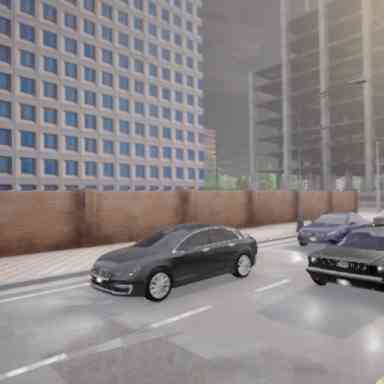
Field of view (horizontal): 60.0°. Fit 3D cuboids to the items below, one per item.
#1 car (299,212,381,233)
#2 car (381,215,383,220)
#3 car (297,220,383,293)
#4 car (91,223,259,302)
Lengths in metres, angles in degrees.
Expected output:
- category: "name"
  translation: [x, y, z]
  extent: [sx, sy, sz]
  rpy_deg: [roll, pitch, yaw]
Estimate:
- category: "car"
  translation: [6.592, 1.635, 15.028]
  extent: [4.674, 1.442, 1.812]
  rpy_deg: [0, -1, -43]
- category: "car"
  translation: [13.314, 1.694, 21.177]
  extent: [4.718, 1.301, 1.895]
  rpy_deg: [0, -1, -42]
- category: "car"
  translation: [4.906, 1.653, 8.722]
  extent: [4.718, 1.301, 1.895]
  rpy_deg: [0, -1, -43]
- category: "car"
  translation: [-0.203, 1.630, 8.778]
  extent: [4.892, 1.490, 1.837]
  rpy_deg: [0, -1, -43]
